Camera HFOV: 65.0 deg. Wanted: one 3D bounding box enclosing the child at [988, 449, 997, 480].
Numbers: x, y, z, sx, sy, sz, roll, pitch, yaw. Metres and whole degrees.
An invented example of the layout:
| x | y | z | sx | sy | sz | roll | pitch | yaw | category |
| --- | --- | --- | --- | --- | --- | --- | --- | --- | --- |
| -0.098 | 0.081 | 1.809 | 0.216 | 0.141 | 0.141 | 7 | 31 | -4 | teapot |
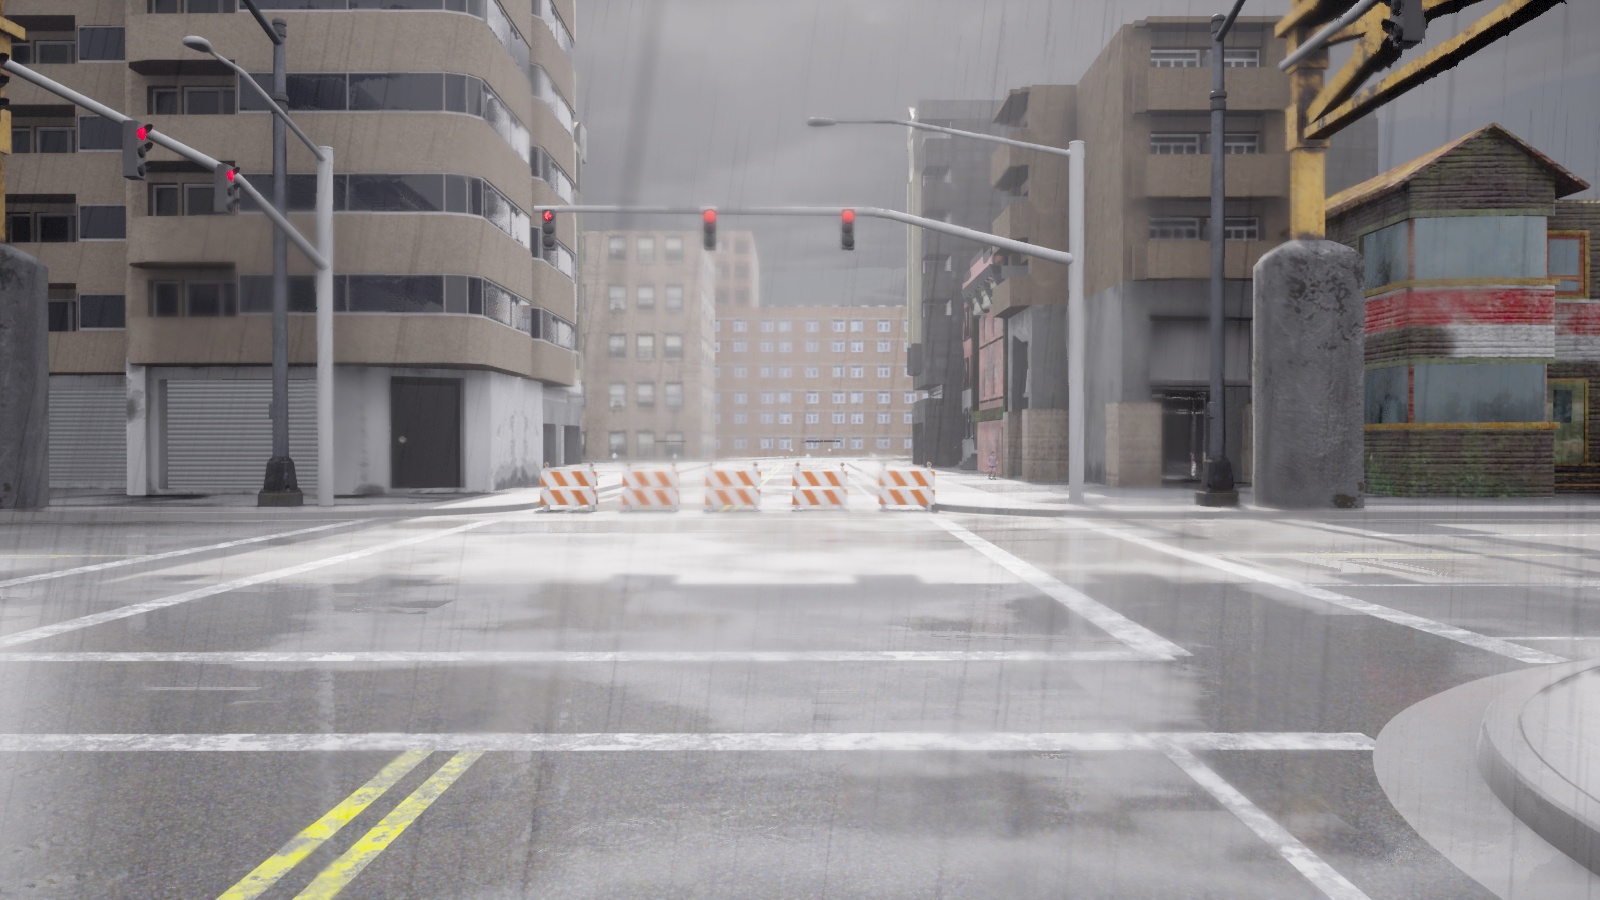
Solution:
| x | y | z | sx | sy | sz | roll | pitch | yaw | category |
| --- | --- | --- | --- | --- | --- | --- | --- | --- | --- |
| 7.093 | 0.536 | 46.256 | 0.255 | 1.110 | 0.394 | 0 | 0 | -4 | child |
